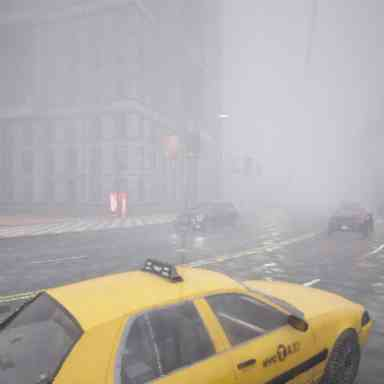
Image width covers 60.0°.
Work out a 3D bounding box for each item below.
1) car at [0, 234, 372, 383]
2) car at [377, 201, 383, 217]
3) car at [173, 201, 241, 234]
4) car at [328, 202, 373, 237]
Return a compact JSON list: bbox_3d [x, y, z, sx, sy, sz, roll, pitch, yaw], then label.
[{"bbox_3d":[-0.074,1.453,3.374,5.366,1.575,1.801,0,0,-38],"label":"car"},{"bbox_3d":[18.215,1.480,30.389,2.128,1.511,4.902,0,0,21],"label":"car"},{"bbox_3d":[0.952,1.337,19.283,2.097,1.767,4.553,0,0,38],"label":"car"},{"bbox_3d":[8.599,1.517,17.943,1.812,1.442,4.674,0,0,33],"label":"car"}]
